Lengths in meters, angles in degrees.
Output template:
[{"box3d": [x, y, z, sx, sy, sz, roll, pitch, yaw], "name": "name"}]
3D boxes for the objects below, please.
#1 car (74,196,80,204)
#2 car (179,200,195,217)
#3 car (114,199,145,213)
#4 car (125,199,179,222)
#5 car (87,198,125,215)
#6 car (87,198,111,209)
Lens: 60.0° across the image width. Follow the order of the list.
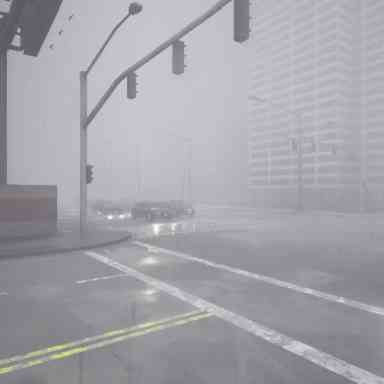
[{"box3d": [-21.554, 1.526, 65.107, 1.812, 1.442, 4.674, 0, 0, -35], "name": "car"}, {"box3d": [-1.628, 1.492, 30.488, 2.128, 1.511, 4.902, 0, 0, -35], "name": "car"}, {"box3d": [-7.341, 1.526, 38.588, 1.812, 1.442, 4.674, 0, 0, -35], "name": "car"}, {"box3d": [-3.340, 1.505, 26.846, 1.837, 1.490, 4.892, 0, 0, -35], "name": "car"}, {"box3d": [-8.918, 1.547, 34.743, 2.033, 1.411, 5.357, 0, 0, -35], "name": "car"}, {"box3d": [-13.162, 1.601, 46.843, 1.895, 1.301, 4.718, 0, 0, -35], "name": "car"}]
